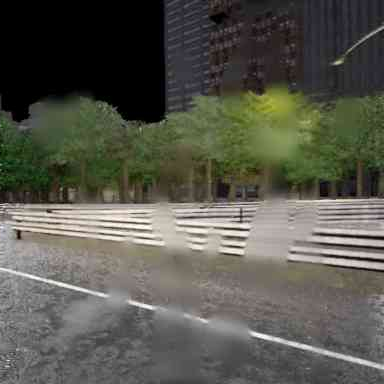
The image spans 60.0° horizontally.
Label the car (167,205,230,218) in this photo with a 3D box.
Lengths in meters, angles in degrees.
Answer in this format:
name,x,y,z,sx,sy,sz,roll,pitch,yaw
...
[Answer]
name,x,y,z,sx,sy,sz,roll,pitch,yaw
car,0.437,1.522,21.569,4.181,1.385,1.994,-2,-1,10
